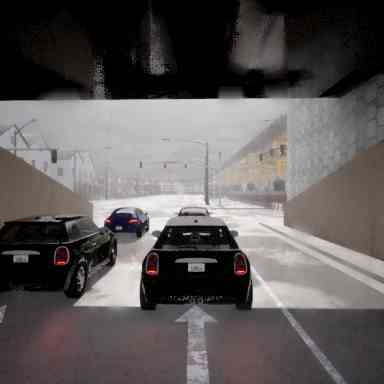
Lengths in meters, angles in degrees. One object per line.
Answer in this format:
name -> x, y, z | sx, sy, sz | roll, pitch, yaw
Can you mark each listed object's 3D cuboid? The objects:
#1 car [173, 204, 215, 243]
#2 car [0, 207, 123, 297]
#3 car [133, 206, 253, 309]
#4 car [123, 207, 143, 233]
car -> 0.091, 1.478, 17.265 | 1.882, 1.535, 5.008 | 0, 0, 0
car -> -3.413, 1.352, 8.760 | 2.097, 1.767, 4.553 | 0, 0, 0
car -> 0.081, 1.352, 7.997 | 2.097, 1.767, 4.553 | 0, 0, 0
car -> -3.409, 1.526, 17.812 | 1.812, 1.442, 4.674 | 0, 0, 0
